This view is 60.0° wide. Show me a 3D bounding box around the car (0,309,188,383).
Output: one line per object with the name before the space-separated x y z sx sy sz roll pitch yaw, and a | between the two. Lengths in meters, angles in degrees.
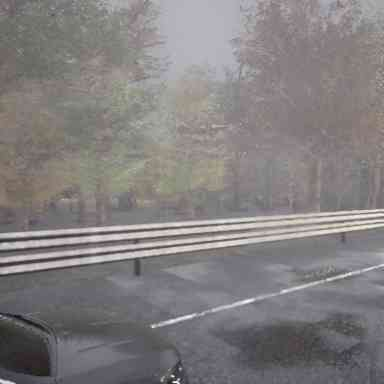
car | -2.273 1.506 2.124 4.892 1.490 1.837 0 0 -35
